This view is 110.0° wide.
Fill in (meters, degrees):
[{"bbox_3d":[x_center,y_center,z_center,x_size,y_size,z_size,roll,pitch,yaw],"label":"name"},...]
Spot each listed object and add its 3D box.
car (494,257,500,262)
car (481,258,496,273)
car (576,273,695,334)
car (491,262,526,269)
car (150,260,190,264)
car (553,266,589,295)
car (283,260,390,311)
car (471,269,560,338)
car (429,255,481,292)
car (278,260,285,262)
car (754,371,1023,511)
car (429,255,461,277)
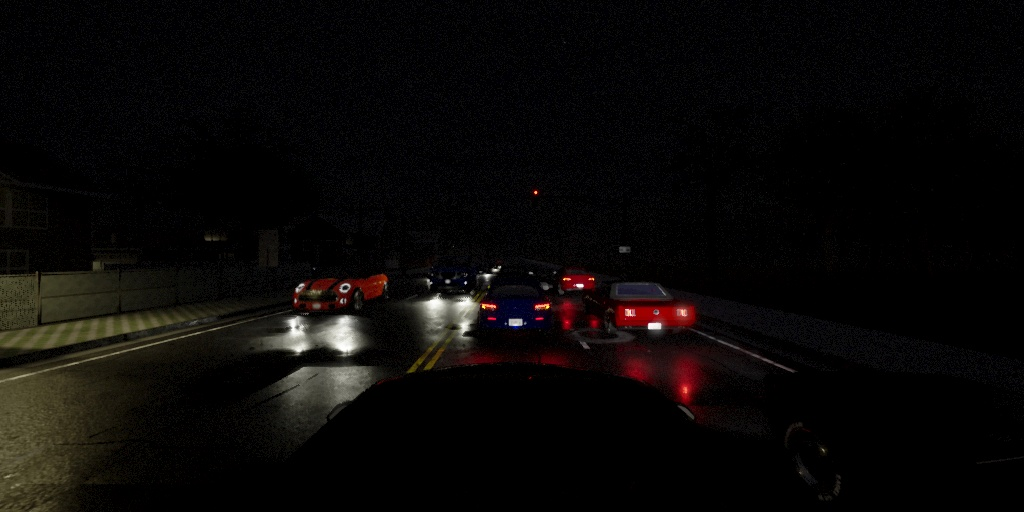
[{"bbox_3d":[-3.300,1.085,54.641,2.097,1.767,4.553,0,0,0],"label":"car"},{"bbox_3d":[-3.317,1.292,40.708,2.033,1.411,5.357,0,0,0],"label":"car"},{"bbox_3d":[3.342,1.351,10.582,1.895,1.301,4.718,0,0,0],"label":"car"},{"bbox_3d":[0.071,1.255,19.364,1.837,1.490,4.892,0,0,0],"label":"car"},{"bbox_3d":[-28.436,1.148,30.444,4.553,1.767,2.097,0,0,0],"label":"car"},{"bbox_3d":[3.323,1.276,19.690,1.812,1.442,4.674,0,0,0],"label":"car"},{"bbox_3d":[-6.592,1.101,14.358,2.097,1.767,4.553,0,0,0],"label":"car"},{"bbox_3d":[0.089,1.276,10.102,1.812,1.442,4.674,0,0,0],"label":"car"},{"bbox_3d":[-3.334,0.971,21.382,2.150,2.045,5.566,0,0,0],"label":"car"},{"bbox_3d":[-18.192,1.130,30.416,4.553,1.767,2.097,0,0,0],"label":"car"},{"bbox_3d":[3.348,1.351,1.414,1.895,1.301,4.718,0,0,0],"label":"car"},{"bbox_3d":[-6.575,0.971,36.027,2.150,2.045,5.566,0,0,0],"label":"car"}]
